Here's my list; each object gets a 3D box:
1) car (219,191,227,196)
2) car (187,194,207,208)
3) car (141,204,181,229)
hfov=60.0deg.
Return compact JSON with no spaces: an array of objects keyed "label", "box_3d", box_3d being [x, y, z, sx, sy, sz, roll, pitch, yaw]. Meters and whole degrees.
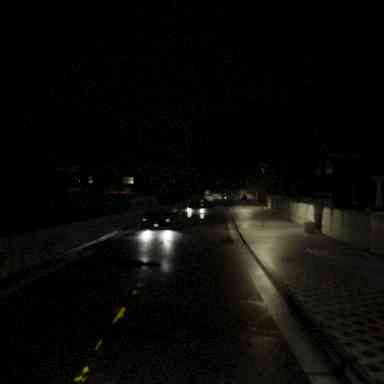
[{"label":"car","box_3d":[8.721,0.421,93.626,1.837,1.490,4.892,0,1,9]},{"label":"car","box_3d":[0.687,1.096,42.394,2.097,1.767,4.553,0,1,9]},{"label":"car","box_3d":[-1.818,1.501,21.690,2.033,1.411,5.357,0,0,5]}]
